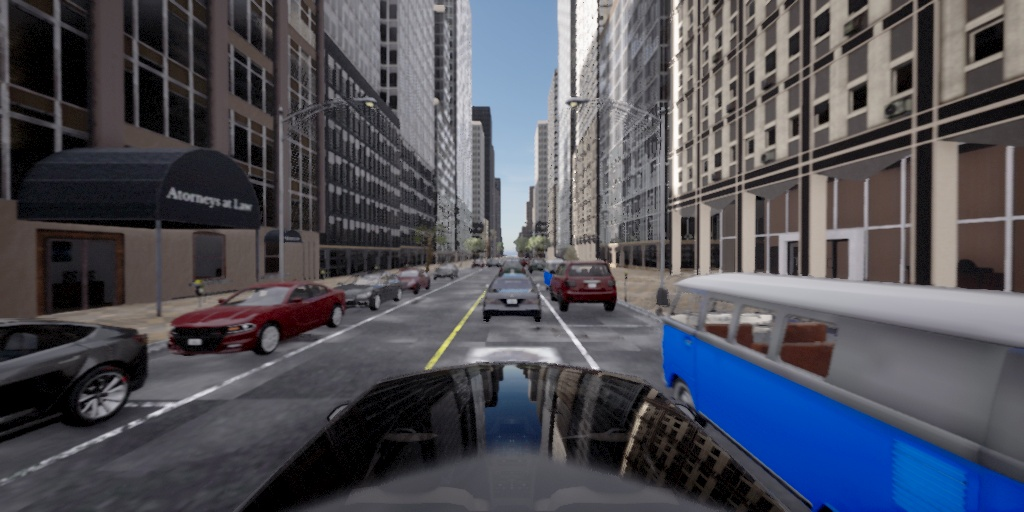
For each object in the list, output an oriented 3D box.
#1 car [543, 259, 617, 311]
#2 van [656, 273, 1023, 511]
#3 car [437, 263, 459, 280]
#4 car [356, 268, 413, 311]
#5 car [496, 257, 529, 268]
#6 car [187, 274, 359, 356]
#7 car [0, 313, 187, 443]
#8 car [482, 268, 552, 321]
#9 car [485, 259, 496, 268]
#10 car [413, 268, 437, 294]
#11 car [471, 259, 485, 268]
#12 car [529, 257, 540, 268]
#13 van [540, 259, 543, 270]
[{"bbox_3d":[2.693,1.074,14.367,2.192,1.841,5.009,0,0,0],"label":"car"},{"bbox_3d":[2.690,1.092,3.000,1.690,1.789,3.998,0,0,0],"label":"van"},{"bbox_3d":[-5.684,1.323,31.420,2.007,1.370,4.403,0,0,0],"label":"car"},{"bbox_3d":[-5.689,1.310,14.369,2.007,1.370,4.403,0,0,0],"label":"car"},{"bbox_3d":[0.050,1.122,29.488,2.097,1.767,4.553,0,0,1],"label":"car"},{"bbox_3d":[-5.689,1.301,8.686,1.888,1.381,4.507,0,0,0],"label":"car"},{"bbox_3d":[-5.691,1.317,3.002,1.948,1.339,4.313,0,0,0],"label":"car"},{"bbox_3d":[0.025,1.306,12.452,2.033,1.411,5.357,0,0,1],"label":"car"},{"bbox_3d":[-3.040,1.296,59.604,1.837,1.490,4.892,0,0,1],"label":"car"},{"bbox_3d":[-5.687,1.346,20.053,1.802,1.307,4.207,0,0,0],"label":"car"},{"bbox_3d":[-5.676,1.232,59.838,1.967,1.591,4.097,0,0,0],"label":"car"},{"bbox_3d":[3.124,1.133,43.221,2.097,1.767,4.553,0,0,0],"label":"car"},{"bbox_3d":[2.694,1.104,20.051,1.690,1.789,3.998,0,0,0],"label":"van"}]
